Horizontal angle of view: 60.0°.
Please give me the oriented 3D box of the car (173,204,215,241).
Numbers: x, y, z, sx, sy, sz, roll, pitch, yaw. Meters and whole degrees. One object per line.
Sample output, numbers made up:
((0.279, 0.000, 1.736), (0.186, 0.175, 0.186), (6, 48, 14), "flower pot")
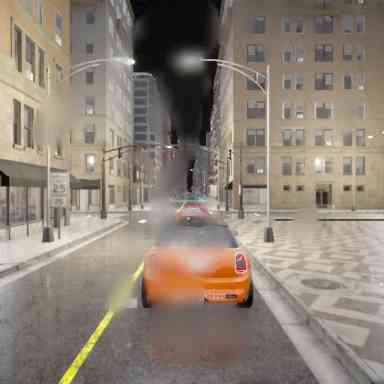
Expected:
((0.094, 1.477, 17.691), (1.882, 1.535, 5.008), (0, 0, 0), "car")

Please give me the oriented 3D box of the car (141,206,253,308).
((0.094, 1.352, 8.091), (2.097, 1.767, 4.553), (0, 0, 0), "car")
